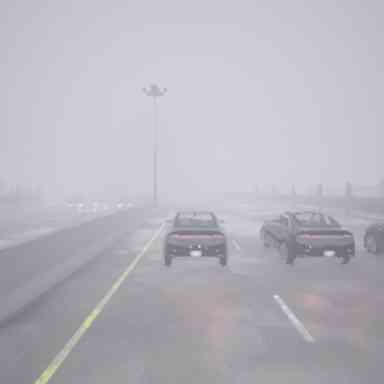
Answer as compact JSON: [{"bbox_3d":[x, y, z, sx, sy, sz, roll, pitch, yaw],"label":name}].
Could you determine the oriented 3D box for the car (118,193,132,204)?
[{"bbox_3d":[-10.220,1.005,50.692,1.837,1.490,4.892,0,1,-14],"label":"car"}]

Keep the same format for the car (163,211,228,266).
[{"bbox_3d":[0.107,1.381,11.143,2.128,1.511,4.902,0,1,0],"label":"car"}]

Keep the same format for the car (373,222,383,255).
[{"bbox_3d":[7.104,1.254,9.860,2.097,1.767,4.553,0,1,0],"label":"car"}]

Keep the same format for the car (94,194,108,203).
[{"bbox_3d":[-14.304,1.009,52.361,1.812,1.442,4.674,0,1,-16],"label":"car"}]

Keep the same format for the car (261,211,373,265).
[{"bbox_3d":[3.606,1.381,11.153,2.128,1.511,4.902,0,1,0],"label":"car"}]

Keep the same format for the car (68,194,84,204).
[{"bbox_3d":[-16.974,1.023,48.817,1.837,1.490,4.892,0,1,-14],"label":"car"}]
